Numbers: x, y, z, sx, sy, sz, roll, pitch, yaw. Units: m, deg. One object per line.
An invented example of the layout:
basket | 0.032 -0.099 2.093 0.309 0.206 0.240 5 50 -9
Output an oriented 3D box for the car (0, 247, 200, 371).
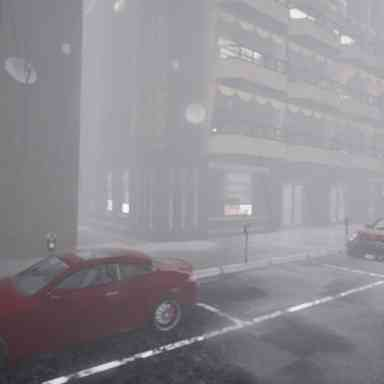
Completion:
car | -1.789 1.596 5.271 4.206 1.307 1.802 1 0 -35

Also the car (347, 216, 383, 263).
car | 7.279 1.558 11.742 4.097 1.590 1.967 1 0 -35
